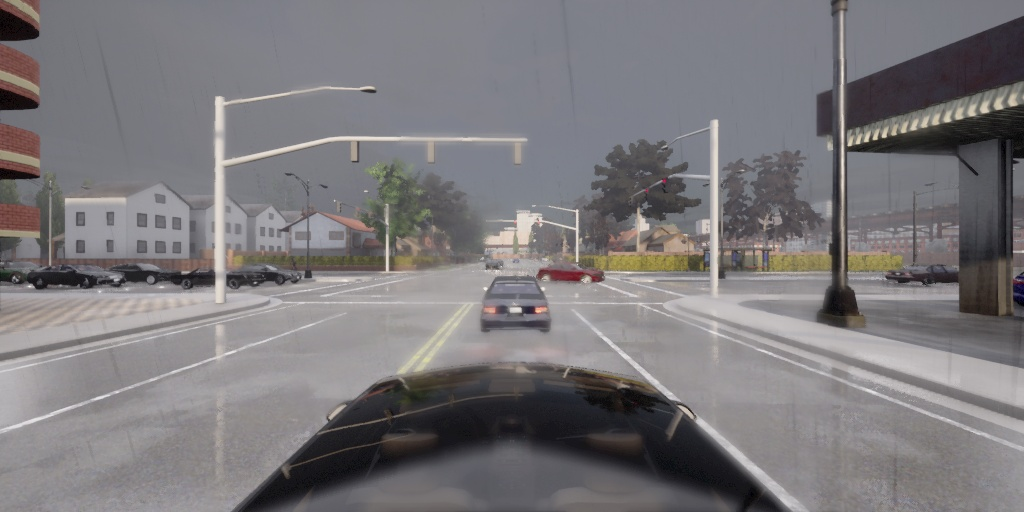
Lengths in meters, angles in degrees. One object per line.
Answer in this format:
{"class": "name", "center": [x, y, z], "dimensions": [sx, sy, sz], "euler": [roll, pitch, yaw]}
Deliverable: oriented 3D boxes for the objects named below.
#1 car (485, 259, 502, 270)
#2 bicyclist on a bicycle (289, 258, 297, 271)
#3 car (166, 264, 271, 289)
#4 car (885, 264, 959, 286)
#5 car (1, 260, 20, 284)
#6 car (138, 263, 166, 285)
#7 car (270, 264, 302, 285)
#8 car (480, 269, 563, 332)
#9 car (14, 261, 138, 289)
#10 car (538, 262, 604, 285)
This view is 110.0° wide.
{"class": "car", "center": [-2.843, 1.254, 51.972], "dimensions": [1.837, 1.490, 4.892], "euler": [0, 0, 0]}
{"class": "bicyclist on a bicycle", "center": [-26.527, 1.051, 43.416], "dimensions": [0.582, 1.620, 1.656], "euler": [0, 0, 1]}
{"class": "car", "center": [-18.094, 1.351, 22.285], "dimensions": [4.718, 1.301, 1.895], "euler": [0, 0, 1]}
{"class": "car", "center": [29.512, 1.297, 25.057], "dimensions": [5.357, 1.411, 2.033], "euler": [0, 0, 1]}
{"class": "car", "center": [-36.057, 1.102, 26.084], "dimensions": [4.553, 1.767, 2.097], "euler": [0, 0, 1]}
{"class": "car", "center": [-26.772, 1.228, 25.935], "dimensions": [5.008, 1.535, 1.882], "euler": [0, 0, 1]}
{"class": "car", "center": [-17.710, 1.276, 25.812], "dimensions": [4.674, 1.442, 1.812], "euler": [0, 0, 1]}
{"class": "car", "center": [0.085, 1.297, 10.768], "dimensions": [2.033, 1.411, 5.357], "euler": [0, 0, 0]}
{"class": "car", "center": [-27.126, 1.242, 22.442], "dimensions": [4.902, 1.511, 2.128], "euler": [0, 0, 1]}
{"class": "car", "center": [4.292, 1.228, 26.647], "dimensions": [5.008, 1.535, 1.882], "euler": [0, 1, 32]}
